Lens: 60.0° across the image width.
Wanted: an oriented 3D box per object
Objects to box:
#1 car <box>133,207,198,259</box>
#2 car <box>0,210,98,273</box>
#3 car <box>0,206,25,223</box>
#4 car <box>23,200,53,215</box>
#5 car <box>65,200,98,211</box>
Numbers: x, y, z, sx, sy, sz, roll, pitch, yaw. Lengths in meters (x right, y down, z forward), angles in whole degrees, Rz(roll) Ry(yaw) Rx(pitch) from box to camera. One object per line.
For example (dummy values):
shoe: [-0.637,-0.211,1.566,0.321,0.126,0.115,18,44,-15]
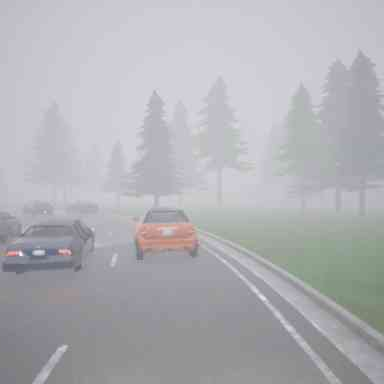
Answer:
car: [-1.191,1.345,12.918,2.097,1.767,4.553,0,0,-11]
car: [-4.297,1.561,10.760,2.033,1.411,5.357,0,0,-11]
car: [-9.509,1.603,15.853,1.994,1.385,4.181,0,0,-19]
car: [-14.778,1.559,31.722,1.837,1.490,4.892,1,-1,-41]
car: [-11.150,1.508,33.316,1.882,1.535,5.008,0,0,-40]
